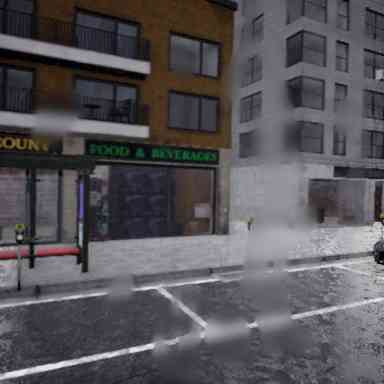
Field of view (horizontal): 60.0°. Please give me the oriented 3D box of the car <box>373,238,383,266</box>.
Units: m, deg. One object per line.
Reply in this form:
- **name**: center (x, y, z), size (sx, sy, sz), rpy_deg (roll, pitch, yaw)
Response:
- **car**: center (7.325, 1.530, 9.791), size (4.313, 1.339, 1.947), rpy_deg (1, 1, -26)
